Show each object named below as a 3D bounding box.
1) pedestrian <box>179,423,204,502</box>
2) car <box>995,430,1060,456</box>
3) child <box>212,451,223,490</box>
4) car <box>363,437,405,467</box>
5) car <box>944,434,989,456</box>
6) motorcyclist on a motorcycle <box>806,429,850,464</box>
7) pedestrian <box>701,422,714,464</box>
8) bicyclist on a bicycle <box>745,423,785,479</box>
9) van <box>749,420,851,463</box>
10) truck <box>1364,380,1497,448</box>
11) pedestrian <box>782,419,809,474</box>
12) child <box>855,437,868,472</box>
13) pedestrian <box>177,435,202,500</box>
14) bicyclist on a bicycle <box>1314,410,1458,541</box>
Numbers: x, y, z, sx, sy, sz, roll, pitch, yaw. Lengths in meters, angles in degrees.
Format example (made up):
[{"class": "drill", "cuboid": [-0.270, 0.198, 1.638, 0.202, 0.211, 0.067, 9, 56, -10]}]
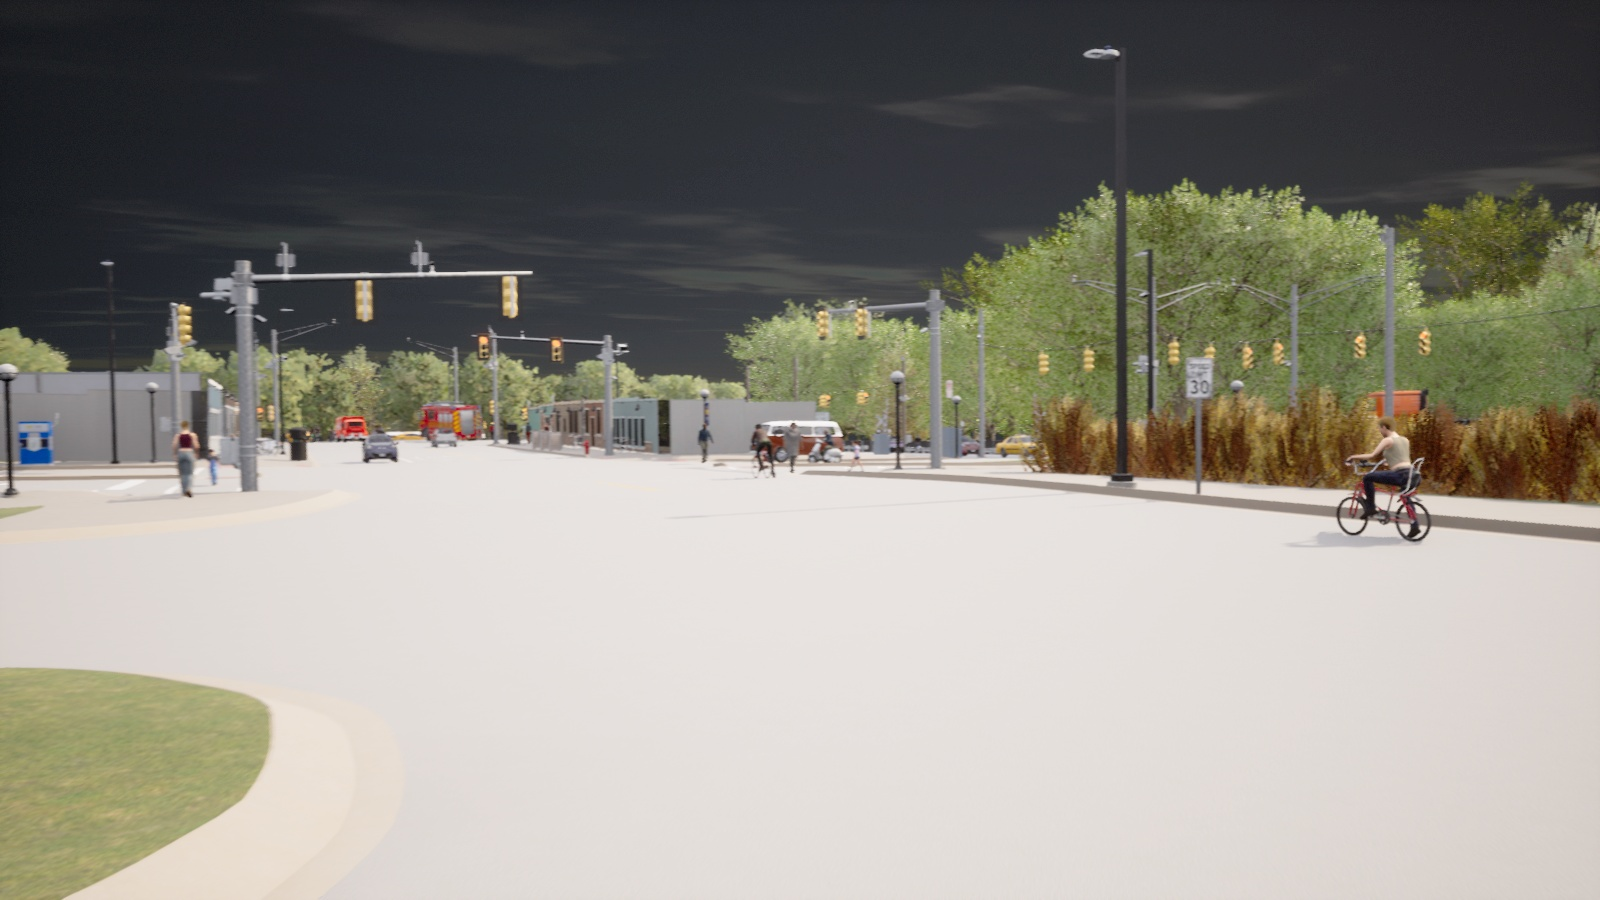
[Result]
[{"class": "pedestrian", "cuboid": [-14.436, 0.282, 29.792, 0.345, 1.836, 0.594, -2, 2, -13]}, {"class": "car", "cuboid": [14.678, -0.443, 81.492, 1.801, 1.575, 5.366, -3, 1, -18]}, {"class": "child", "cuboid": [-19.244, 0.670, 41.518, 0.270, 1.263, 0.437, -2, 2, -23]}, {"class": "car", "cuboid": [-21.906, 0.079, 66.087, 1.845, 1.501, 3.633, -2, 2, -22]}, {"class": "car", "cuboid": [11.951, -0.350, 90.276, 1.845, 1.501, 3.633, -3, 1, -16]}, {"class": "motorcyclist on a motorcycle", "cuboid": [1.295, -0.157, 57.295, 1.817, 1.590, 0.866, 0, 1, -27]}, {"class": "pedestrian", "cuboid": [-4.135, -0.302, 55.991, 0.370, 1.835, 0.726, -2, 2, -20]}, {"class": "bicyclist on a bicycle", "cuboid": [-1.055, 0.041, 37.320, 0.582, 1.620, 1.656, -2, 0, -22]}, {"class": "van", "cuboid": [-0.005, -0.404, 60.905, 4.480, 2.038, 2.069, 0, 0, -24]}, {"class": "truck", "cuboid": [35.002, -1.995, 70.080, 2.891, 3.462, 7.936, -2, 2, -4]}, {"class": "pedestrian", "cuboid": [-0.156, -0.121, 45.439, 0.659, 1.952, 0.873, -2, 2, -22]}, {"class": "child", "cuboid": [2.026, 0.148, 41.543, 0.394, 1.110, 0.255, -1, 2, -3]}, {"class": "pedestrian", "cuboid": [-17.994, 0.509, 37.017, 0.540, 1.848, 0.694, -2, 2, -20]}, {"class": "bicyclist on a bicycle", "cuboid": [7.679, 0.299, 16.512, 0.866, 1.612, 1.509, -2, 2, -24]}]
